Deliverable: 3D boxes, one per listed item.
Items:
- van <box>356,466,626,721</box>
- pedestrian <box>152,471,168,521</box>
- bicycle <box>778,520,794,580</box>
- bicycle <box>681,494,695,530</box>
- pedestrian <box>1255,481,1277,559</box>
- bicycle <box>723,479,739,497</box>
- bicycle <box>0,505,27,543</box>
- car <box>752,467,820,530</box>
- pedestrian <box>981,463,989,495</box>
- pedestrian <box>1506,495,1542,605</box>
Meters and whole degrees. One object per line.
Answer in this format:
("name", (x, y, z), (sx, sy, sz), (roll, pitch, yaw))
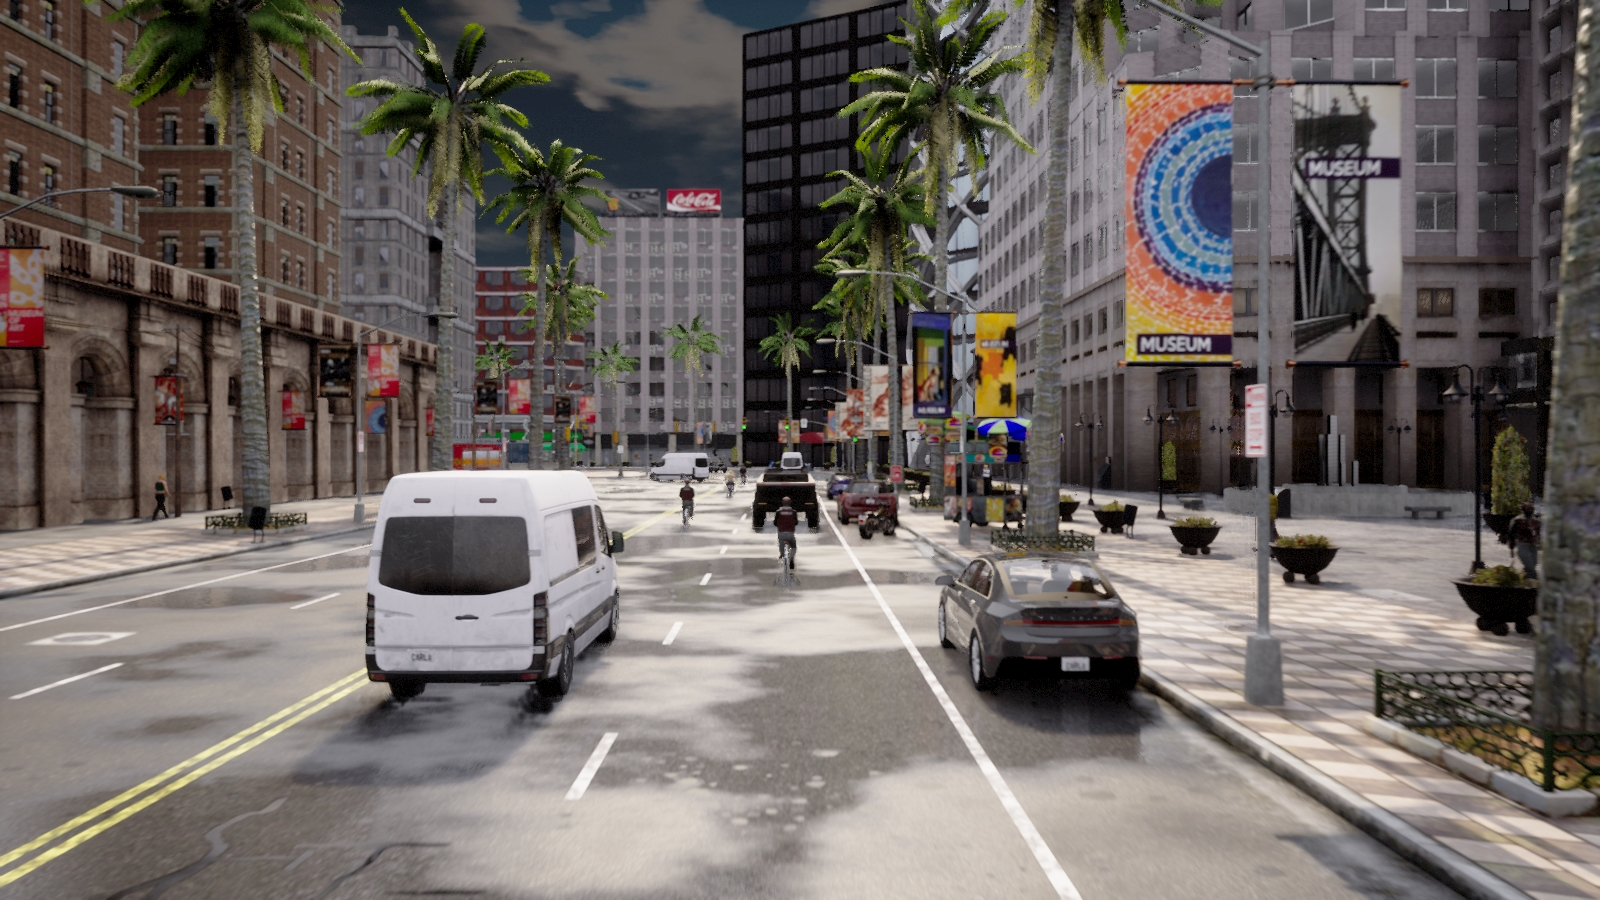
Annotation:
("van", (-3.663, 1.534, 14.845), (1.988, 2.561, 5.915), (0, 0, -1))
("pedestrian", (-23.797, 1.699, 42.464), (0.375, 1.860, 0.375), (0, 0, 5))
("bicycle", (-0.307, 2.210, 25.460), (0.329, 1.171, 1.835), (0, 0, -1))
("bicycle", (-4.011, 2.210, 40.833), (0.329, 1.171, 1.835), (0, 0, -1))
("pedestrian", (11.351, 1.698, 27.859), (0.375, 1.860, 0.375), (0, 0, -2))
("bicycle", (-4.115, 2.257, 68.009), (0.859, 1.080, 1.487), (0, 0, 0))
("bicycle", (-24.375, 2.258, 34.637), (0.859, 1.080, 1.487), (0, 0, -1))
("car", (-0.534, 1.754, 43.414), (2.390, 2.098, 6.274), (0, 0, -1))
("pedestrian", (10.877, 1.700, 67.122), (0.375, 1.860, 0.375), (0, 0, 0))
("pedestrian", (12.436, 1.704, 19.624), (0.375, 1.860, 0.375), (0, 0, -1))
